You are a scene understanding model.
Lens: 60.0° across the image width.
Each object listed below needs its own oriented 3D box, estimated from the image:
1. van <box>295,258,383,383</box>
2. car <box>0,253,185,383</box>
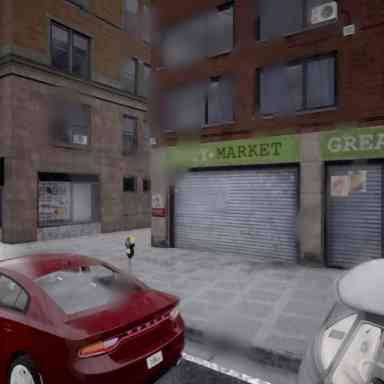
[{"bbox_3d":[2.422,1.341,1.349,3.998,1.788,1.690,0,0,35],"label":"van"},{"bbox_3d":[-2.186,1.544,4.637,4.507,1.381,1.887,0,0,35],"label":"car"}]
